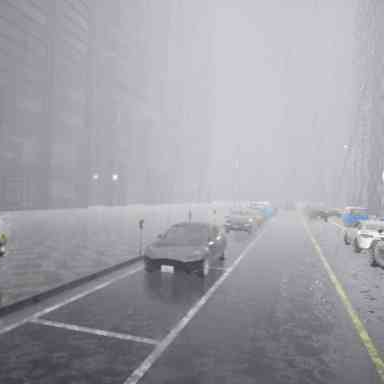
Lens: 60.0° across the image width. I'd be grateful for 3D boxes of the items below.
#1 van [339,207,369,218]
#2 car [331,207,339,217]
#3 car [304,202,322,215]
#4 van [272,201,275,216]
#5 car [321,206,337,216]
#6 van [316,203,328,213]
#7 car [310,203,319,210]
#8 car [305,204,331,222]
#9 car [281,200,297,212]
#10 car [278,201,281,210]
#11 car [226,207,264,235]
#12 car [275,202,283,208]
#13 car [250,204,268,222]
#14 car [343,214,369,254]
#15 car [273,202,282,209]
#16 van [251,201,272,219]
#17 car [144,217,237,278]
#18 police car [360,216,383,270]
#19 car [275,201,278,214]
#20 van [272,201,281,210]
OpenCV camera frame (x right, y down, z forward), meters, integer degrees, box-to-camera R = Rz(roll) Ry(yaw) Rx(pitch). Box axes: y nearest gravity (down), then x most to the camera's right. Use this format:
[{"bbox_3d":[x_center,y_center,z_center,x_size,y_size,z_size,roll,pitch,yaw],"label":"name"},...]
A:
[{"bbox_3d":[14.647,2.238,29.851,1.690,1.788,3.998,2,-1,17],"label":"van"},{"bbox_3d":[19.493,2.832,46.055,1.802,1.307,4.206,2,-1,17],"label":"car"},{"bbox_3d":[17.081,2.666,47.601,1.837,1.490,4.892,2,-1,17],"label":"car"},{"bbox_3d":[8.105,2.028,37.701,1.690,1.788,3.998,2,-1,17],"label":"van"},{"bbox_3d":[21.112,2.950,51.457,1.802,1.307,4.206,2,-1,17],"label":"car"},{"bbox_3d":[24.359,2.944,62.264,1.690,1.788,3.998,2,-1,17],"label":"van"},{"bbox_3d":[30.826,3.616,83.871,1.887,1.381,4.507,2,-1,17],"label":"car"},{"bbox_3d":[13.925,2.434,36.907,1.837,1.490,4.892,2,-1,17],"label":"car"},{"bbox_3d":[18.537,2.580,62.865,2.150,2.045,5.566,2,-1,17],"label":"car"},{"bbox_3d":[11.344,2.238,48.506,2.192,1.841,5.009,2,-1,17],"label":"car"},{"bbox_3d":[3.241,1.884,21.492,2.008,1.369,4.403,2,-1,17],"label":"car"},{"bbox_3d":[22.666,3.310,86.320,1.947,1.339,4.313,2,-1,17],"label":"car"},{"bbox_3d":[4.812,1.973,26.732,1.752,1.417,4.829,2,-1,17],"label":"car"},{"bbox_3d":[8.424,2.028,15.579,1.812,1.442,4.674,2,-1,17],"label":"car"},{"bbox_3d":[19.429,3.054,75.515,1.887,1.381,4.507,2,-1,17],"label":"car"},{"bbox_3d":[6.487,1.910,32.298,1.690,1.788,3.998,2,-1,17],"label":"van"},{"bbox_3d":[0.003,1.663,10.688,1.947,1.339,4.313,2,-1,17],"label":"car"},{"bbox_3d":[6.737,1.804,9.939,1.930,1.638,5.238,2,-1,17],"label":"police car"},{"bbox_3d":[9.720,2.245,43.102,1.967,1.590,4.097,2,-1,17],"label":"car"},{"bbox_3d":[17.818,2.734,70.115,1.690,1.788,3.998,2,-1,17],"label":"van"}]
